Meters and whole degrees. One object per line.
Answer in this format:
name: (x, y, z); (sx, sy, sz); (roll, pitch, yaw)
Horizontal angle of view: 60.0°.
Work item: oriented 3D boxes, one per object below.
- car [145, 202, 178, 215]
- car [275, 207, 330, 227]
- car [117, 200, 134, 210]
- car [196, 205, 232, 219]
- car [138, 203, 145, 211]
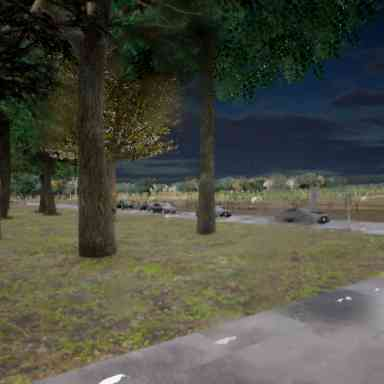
car: (-3.767, 2.166, 43.312); (1.837, 1.490, 4.892); (-1, 0, -35)
car: (8.489, 1.841, 25.866); (1.994, 1.385, 4.181); (-1, 0, -35)
car: (-12.404, 2.287, 60.526); (2.097, 1.767, 4.553); (-1, 0, -35)
car: (2.204, 2.041, 34.795); (1.994, 1.385, 4.181); (-1, 0, -36)
car: (-6.888, 2.335, 52.782); (1.994, 1.385, 4.181); (-1, 0, -34)
